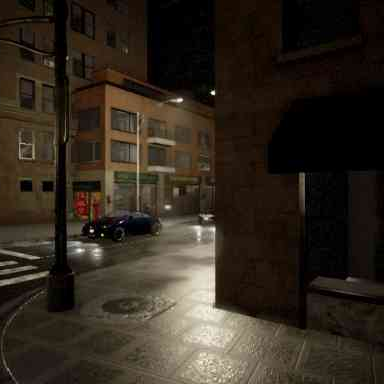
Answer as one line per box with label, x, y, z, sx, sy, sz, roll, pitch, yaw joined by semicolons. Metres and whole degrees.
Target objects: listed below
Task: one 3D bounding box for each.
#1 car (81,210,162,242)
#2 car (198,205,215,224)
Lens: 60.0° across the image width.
car;-3.400;1.594;16.725;1.994;1.385;4.181;0;0;35
car;2.309;1.580;24.737;1.812;1.442;4.674;0;0;35
